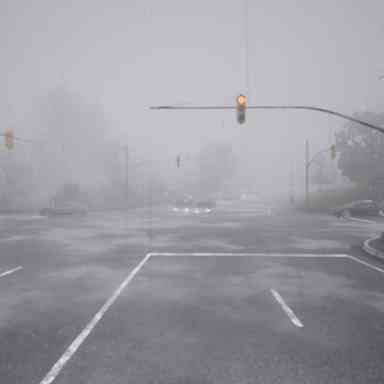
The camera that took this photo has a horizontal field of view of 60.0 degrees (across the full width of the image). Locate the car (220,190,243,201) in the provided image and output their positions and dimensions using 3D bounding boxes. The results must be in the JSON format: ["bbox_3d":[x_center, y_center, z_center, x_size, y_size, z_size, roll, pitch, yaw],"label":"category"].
[{"bbox_3d":[7.193,0.941,60.560,1.895,1.301,4.718,0,3,24],"label":"car"}]

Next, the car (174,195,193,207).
[{"bbox_3d":[-1.064,1.206,48.180,2.097,1.767,4.553,0,1,17],"label":"car"}]

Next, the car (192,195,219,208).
[{"bbox_3d":[1.982,1.475,46.281,1.895,1.301,4.718,0,1,17],"label":"car"}]

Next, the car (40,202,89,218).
[{"bbox_3d":[-11.617,1.568,30.388,4.181,1.385,1.994,-1,0,3],"label":"car"}]

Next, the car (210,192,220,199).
[{"bbox_3d":[4.644,0.767,63.355,1.837,1.490,4.892,0,3,24],"label":"car"}]

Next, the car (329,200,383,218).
[{"bbox_3d":[14.579,1.511,28.997,4.892,1.490,1.837,-1,0,3],"label":"car"}]

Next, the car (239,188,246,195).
[{"bbox_3d":[11.753,-0.174,76.867,1.882,1.535,5.008,0,4,30],"label":"car"}]

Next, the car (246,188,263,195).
[{"bbox_3d":[14.384,-0.127,74.455,1.882,1.535,5.008,0,4,30],"label":"car"}]
